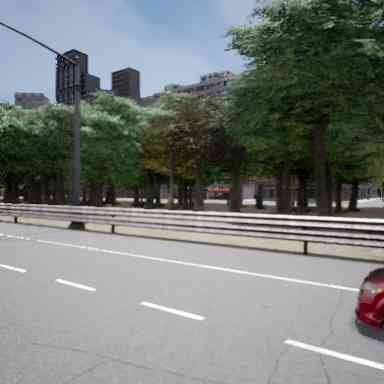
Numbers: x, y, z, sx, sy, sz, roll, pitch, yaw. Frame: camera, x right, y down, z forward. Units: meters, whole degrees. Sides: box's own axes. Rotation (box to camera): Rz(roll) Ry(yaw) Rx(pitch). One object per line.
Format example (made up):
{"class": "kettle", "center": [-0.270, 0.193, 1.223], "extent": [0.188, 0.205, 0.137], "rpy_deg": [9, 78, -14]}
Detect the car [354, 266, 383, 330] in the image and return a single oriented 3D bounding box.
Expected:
{"class": "car", "center": [4.704, 1.564, 4.815], "extent": [4.181, 1.385, 1.994], "rpy_deg": [0, 0, 36]}
